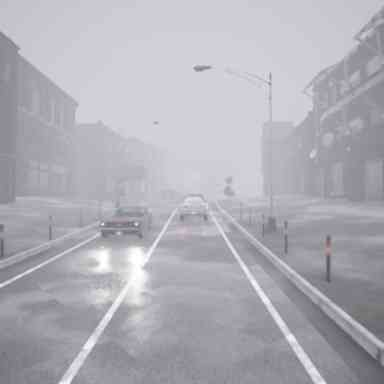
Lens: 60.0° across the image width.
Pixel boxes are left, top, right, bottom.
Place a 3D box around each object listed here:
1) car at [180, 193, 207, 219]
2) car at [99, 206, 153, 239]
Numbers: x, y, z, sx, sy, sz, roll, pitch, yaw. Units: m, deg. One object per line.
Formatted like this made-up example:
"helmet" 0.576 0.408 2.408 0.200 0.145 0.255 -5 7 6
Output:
"car" 0.122 1.076 24.257 1.812 1.442 4.674 0 2 0
"car" -3.084 1.399 16.331 1.895 1.301 4.718 0 1 0
